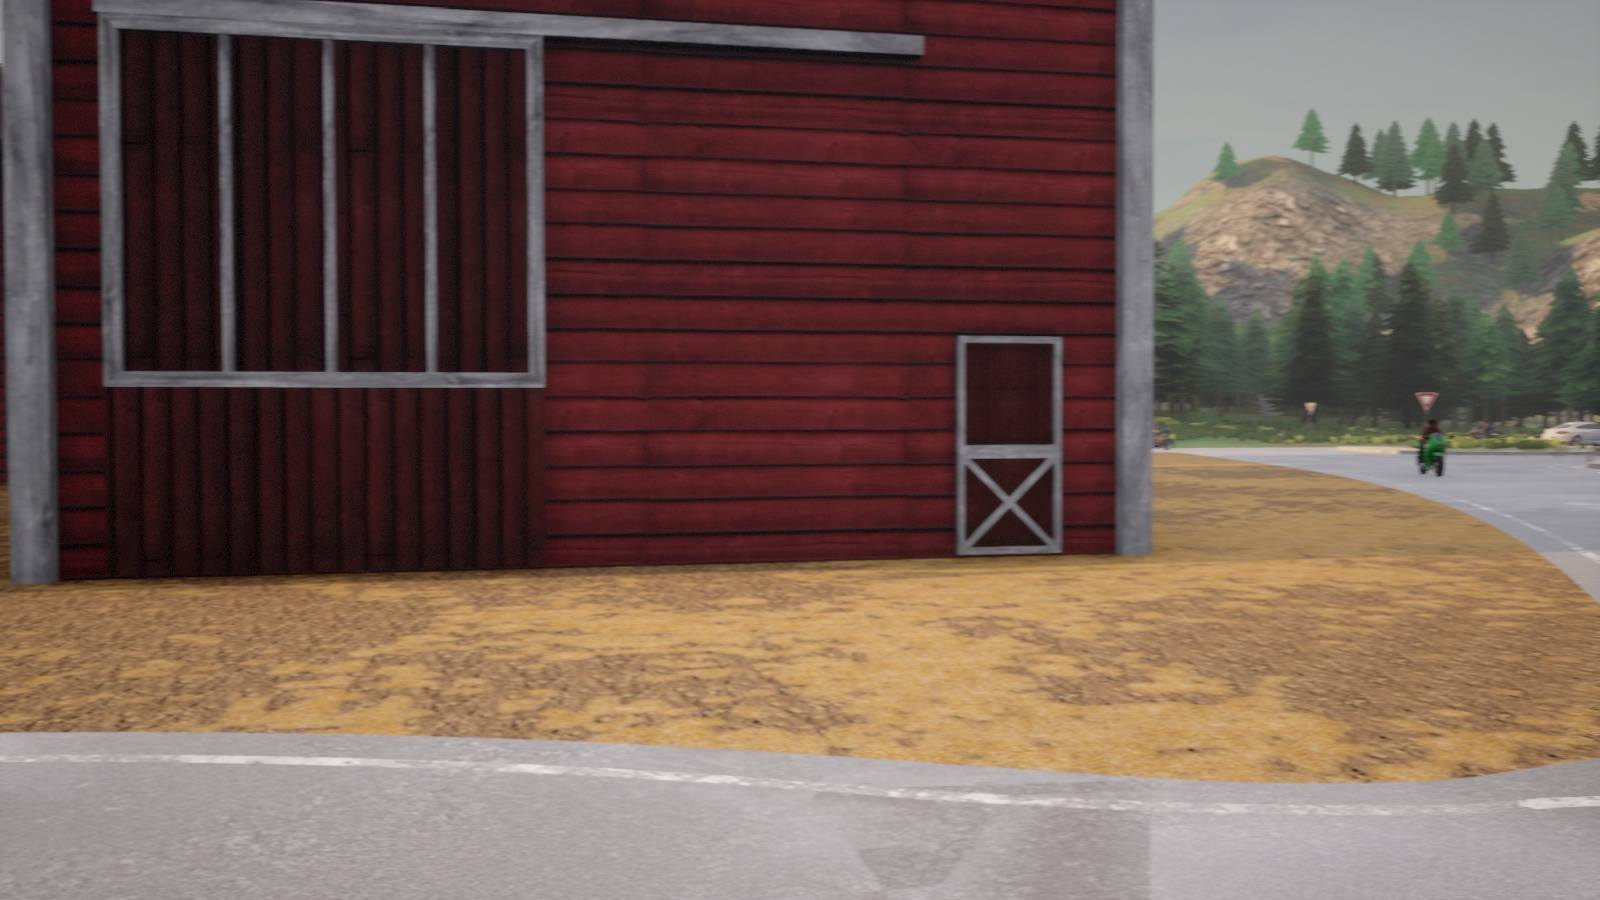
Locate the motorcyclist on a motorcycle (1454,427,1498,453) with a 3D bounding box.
[{"bbox_3d":[39.681,-0.596,73.672,2.191,1.530,0.866,0,1,-10],"label":"motorcyclist on a motorcycle"}]

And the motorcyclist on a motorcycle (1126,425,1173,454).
[{"bbox_3d":[18.439,-0.557,66.269,2.191,1.530,0.866,0,1,-10],"label":"motorcyclist on a motorcycle"}]

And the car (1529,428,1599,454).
[{"bbox_3d":[43.915,-0.529,70.885,4.674,1.442,1.812,0,1,-10],"label":"car"}]

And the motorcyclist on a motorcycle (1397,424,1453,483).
[{"bbox_3d":[16.516,0.067,33.251,0.797,1.523,2.044,0,1,11],"label":"motorcyclist on a motorcycle"}]
